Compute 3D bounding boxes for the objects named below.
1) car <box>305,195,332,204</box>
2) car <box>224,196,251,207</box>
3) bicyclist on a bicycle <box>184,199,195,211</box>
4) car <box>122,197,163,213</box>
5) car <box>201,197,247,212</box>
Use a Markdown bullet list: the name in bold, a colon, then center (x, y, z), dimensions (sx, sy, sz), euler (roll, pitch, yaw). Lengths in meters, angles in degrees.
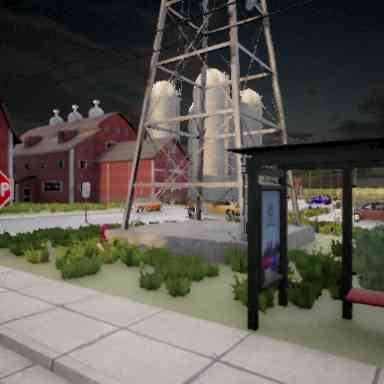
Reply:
- **car**: center (23.766, 1.455, 62.620), dimensions (4.611, 1.667, 2.242), euler (0, 0, 35)
- **car**: center (7.169, 1.456, 52.102), dimensions (2.128, 1.511, 4.902), euler (0, 0, 35)
- **bicyclist on a bicycle**: center (-0.169, 1.281, 22.497), dimensions (0.582, 1.620, 1.656), euler (0, 0, -21)
- **car**: center (-5.100, 1.315, 34.403), dimensions (2.097, 1.767, 4.553), euler (0, 0, 34)
- **car**: center (2.712, 1.482, 31.355), dimensions (4.193, 1.474, 1.816), euler (0, 0, 35)
